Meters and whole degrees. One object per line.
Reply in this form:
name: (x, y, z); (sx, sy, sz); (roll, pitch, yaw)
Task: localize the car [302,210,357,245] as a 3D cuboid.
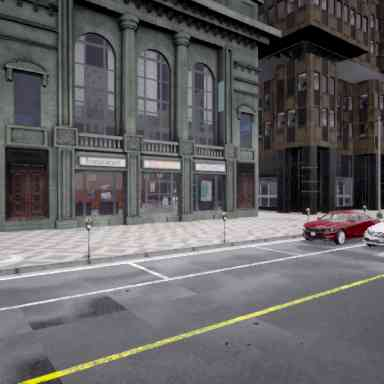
car: (6.996, 1.547, 15.505); (4.507, 1.381, 1.887); (0, 0, -35)

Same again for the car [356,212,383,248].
car: (8.961, 1.528, 13.635); (4.674, 1.442, 1.812); (0, 0, -35)
